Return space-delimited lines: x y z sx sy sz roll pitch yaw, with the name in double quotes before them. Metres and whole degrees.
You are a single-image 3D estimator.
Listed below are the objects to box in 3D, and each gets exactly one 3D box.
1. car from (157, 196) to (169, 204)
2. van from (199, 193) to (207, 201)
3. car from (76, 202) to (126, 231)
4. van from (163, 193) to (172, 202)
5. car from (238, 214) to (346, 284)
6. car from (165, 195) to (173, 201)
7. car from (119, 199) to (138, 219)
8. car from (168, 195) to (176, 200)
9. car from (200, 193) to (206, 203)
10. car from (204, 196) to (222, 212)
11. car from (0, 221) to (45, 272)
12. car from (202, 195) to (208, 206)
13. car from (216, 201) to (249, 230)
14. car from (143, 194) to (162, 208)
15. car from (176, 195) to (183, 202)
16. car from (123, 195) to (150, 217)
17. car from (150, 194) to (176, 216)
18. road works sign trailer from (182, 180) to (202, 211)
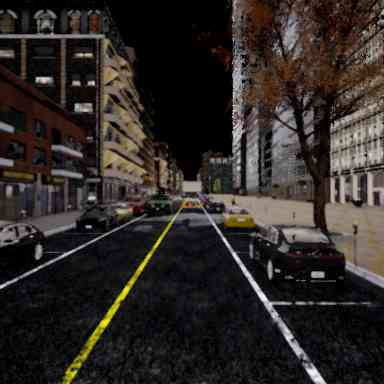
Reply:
"car" -5.652 1.488 65.026 1.947 1.339 4.313 1 0 0
"van" 2.739 1.247 81.731 1.690 1.788 3.998 1 0 0
"car" -5.670 1.539 20.470 1.947 1.339 4.313 1 0 0
"van" -5.644 1.253 76.166 1.690 1.788 3.998 1 0 0
"car" 2.705 1.538 9.325 2.008 1.369 4.403 1 0 0
"car" -5.644 1.432 81.566 1.752 1.417 4.829 1 0 0
"car" -5.667 1.491 25.869 1.752 1.417 4.829 1 0 0
"car" -5.640 1.447 92.874 2.008 1.369 4.403 1 0 0
"car" 2.725 1.374 53.882 1.967 1.590 4.097 1 0 0
"car" 2.717 1.503 37.174 2.008 1.369 4.403 1 0 0
"car" -5.675 1.538 9.330 2.008 1.369 4.403 1 0 0
"car" 2.720 1.497 42.743 2.008 1.369 4.403 1 0 0
"car" 2.711 1.497 20.635 1.752 1.417 4.829 1 0 0
"car" -5.655 1.255 48.317 2.192 1.841 5.009 1 0 0
"car" -2.969 1.373 73.494 1.812 1.442 4.674 0 0 0
"car" -5.661 1.274 31.609 2.192 1.841 5.009 1 0 0
"car" -3.084 1.179 32.684 2.150 2.045 5.566 0 0 0
"road works sign trailer" 0.015 0.414 39.437 2.380 3.560 2.880 0 0 0
